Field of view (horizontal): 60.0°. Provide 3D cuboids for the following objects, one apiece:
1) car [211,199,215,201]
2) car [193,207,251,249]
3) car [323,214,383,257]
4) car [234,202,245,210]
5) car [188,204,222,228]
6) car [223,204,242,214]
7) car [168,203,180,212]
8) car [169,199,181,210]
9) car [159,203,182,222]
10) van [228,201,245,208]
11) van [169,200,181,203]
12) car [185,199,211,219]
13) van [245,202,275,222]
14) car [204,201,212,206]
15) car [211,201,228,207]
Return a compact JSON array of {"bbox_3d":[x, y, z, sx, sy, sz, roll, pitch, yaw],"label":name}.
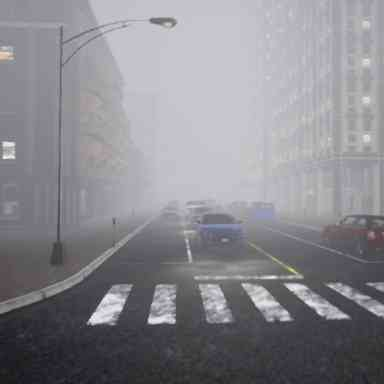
[{"bbox_3d":[2.772,2.142,55.345,2.150,2.045,5.566,0,-1,-2],"label":"car"},{"bbox_3d":[1.220,1.696,15.776,1.882,1.535,5.008,0,-1,-2],"label":"car"},{"bbox_3d":[7.090,1.646,13.898,1.967,1.590,4.097,0,-1,-2],"label":"car"},{"bbox_3d":[6.203,2.148,36.470,2.008,1.369,4.403,0,-1,-2],"label":"car"},{"bbox_3d":[0.851,1.886,25.212,1.837,1.490,4.892,0,-1,-2],"label":"car"},{"bbox_3d":[5.760,2.361,47.756,1.947,1.339,4.313,0,-1,-2],"label":"car"},{"bbox_3d":[-2.835,2.442,53.071,1.802,1.307,4.206,0,-1,-2],"label":"car"},{"bbox_3d":[-3.277,2.377,64.363,2.192,1.841,5.009,0,-1,-2],"label":"car"},{"bbox_3d":[-1.949,2.015,30.499,2.008,1.369,4.403,0,-1,-2],"label":"car"},{"bbox_3d":[5.983,2.037,42.117,1.690,1.788,3.998,0,-1,-2],"label":"van"},{"bbox_3d":[-2.613,2.102,47.432,1.690,1.788,3.998,0,-1,-2],"label":"van"},{"bbox_3d":[0.447,1.788,35.848,2.150,2.045,5.566,0,-1,-2],"label":"car"},{"bbox_3d":[6.426,1.840,30.830,1.690,1.788,3.998,0,-1,-2],"label":"van"},{"bbox_3d":[4.210,3.085,87.259,1.802,1.307,4.206,0,-1,-2],"label":"car"},{"bbox_3d":[3.227,2.284,44.939,2.033,1.411,5.357,0,-1,-2],"label":"car"}]
